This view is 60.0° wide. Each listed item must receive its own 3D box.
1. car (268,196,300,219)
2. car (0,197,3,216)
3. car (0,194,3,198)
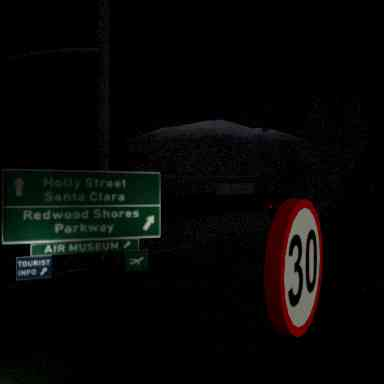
[{"bbox_3d":[8.930,1.413,30.596,2.150,2.045,5.566,0,0,36],"label":"car"},{"bbox_3d":[-12.432,1.505,25.998,1.905,1.878,3.866,0,0,35],"label":"car"},{"bbox_3d":[-38.782,1.490,69.852,4.514,1.523,2.007,0,0,35],"label":"car"}]
